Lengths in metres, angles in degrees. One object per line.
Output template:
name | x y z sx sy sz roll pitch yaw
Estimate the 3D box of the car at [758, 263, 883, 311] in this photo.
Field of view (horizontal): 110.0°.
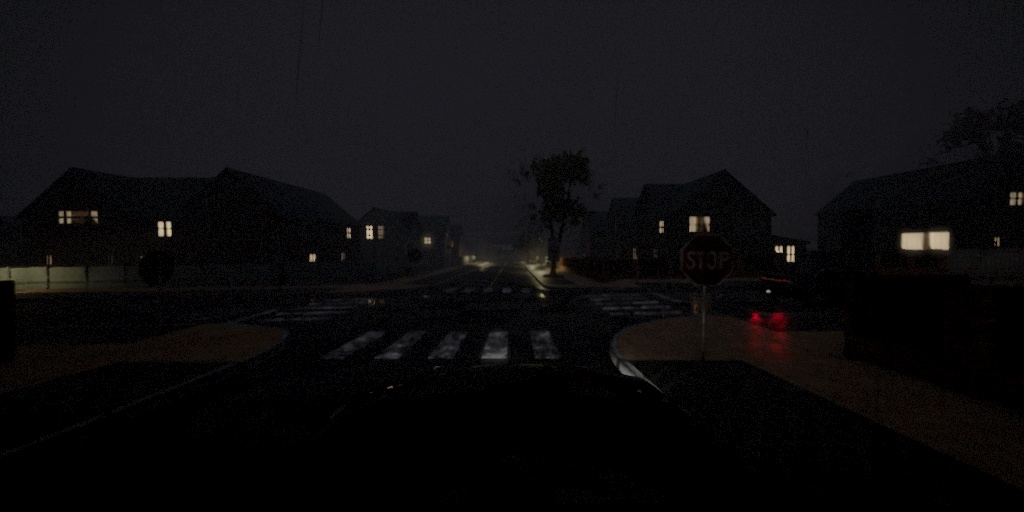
car | 11.434 0.994 12.616 4.902 1.511 2.128 -1 2 0
